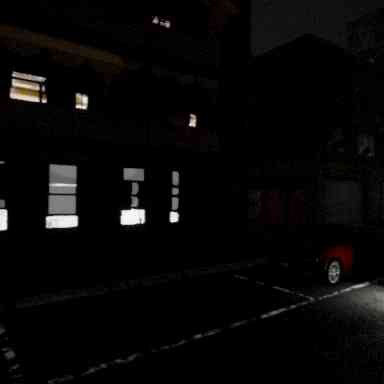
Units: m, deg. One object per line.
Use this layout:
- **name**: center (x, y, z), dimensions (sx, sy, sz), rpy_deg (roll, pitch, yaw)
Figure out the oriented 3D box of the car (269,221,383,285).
- **car**: center (4.125, 1.548, 9.498), dimensions (4.507, 1.381, 1.887), rpy_deg (0, 1, -36)
